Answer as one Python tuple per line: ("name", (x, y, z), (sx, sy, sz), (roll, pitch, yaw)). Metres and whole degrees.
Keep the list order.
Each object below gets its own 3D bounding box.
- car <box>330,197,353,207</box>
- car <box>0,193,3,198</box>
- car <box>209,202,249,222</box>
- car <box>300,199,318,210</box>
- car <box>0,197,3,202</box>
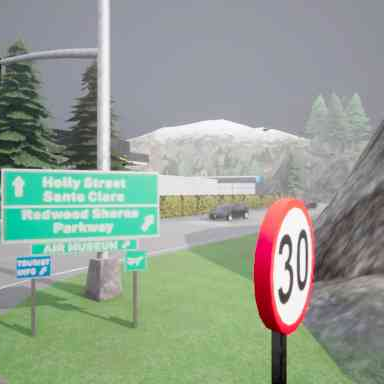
("car", (30.777, 1.787, 69.548), (1.895, 1.301, 4.718), (0, 0, -10))
("car", (-38.583, 1.489, 70.017), (4.514, 1.523, 2.007), (0, 0, 35))
("car", (3.308, 1.692, 29.068), (1.837, 1.490, 4.892), (0, 1, 36))
("car", (15.863, 1.739, 46.175), (2.033, 1.411, 5.357), (0, 0, 36))
("car", (-12.386, 1.504, 26.071), (1.905, 1.878, 3.866), (0, 0, 35))
